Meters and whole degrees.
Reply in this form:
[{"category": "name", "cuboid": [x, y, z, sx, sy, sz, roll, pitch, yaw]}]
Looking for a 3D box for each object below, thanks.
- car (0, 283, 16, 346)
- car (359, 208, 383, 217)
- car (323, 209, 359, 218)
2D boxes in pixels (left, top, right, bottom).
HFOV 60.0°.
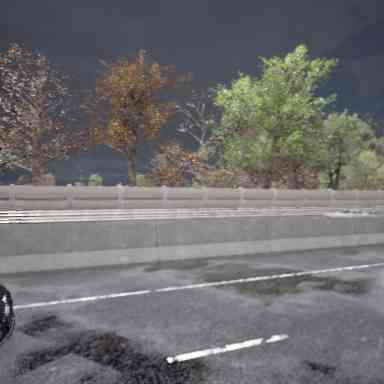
[{"category": "car", "cuboid": [-4.767, 1.687, 4.517, 4.181, 1.385, 1.994, 0, -1, -24]}, {"category": "car", "cuboid": [17.983, 2.147, 30.076, 4.902, 1.511, 2.128, 0, -1, -24]}, {"category": "car", "cuboid": [15.201, 2.322, 32.671, 4.718, 1.301, 1.895, 0, -1, -24]}]
